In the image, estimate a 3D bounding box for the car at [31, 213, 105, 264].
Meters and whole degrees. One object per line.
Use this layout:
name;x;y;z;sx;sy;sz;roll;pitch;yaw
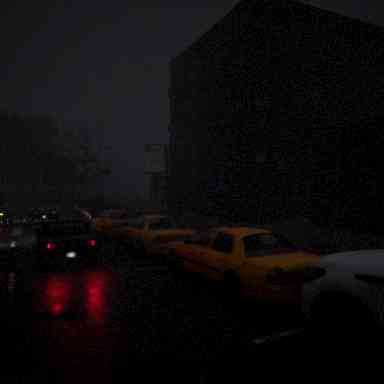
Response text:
car;-4.819;1.694;12.416;1.895;1.301;4.718;0;0;-27

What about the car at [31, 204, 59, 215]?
car;-11.812;1.691;26.743;1.882;1.535;5.008;0;0;-23

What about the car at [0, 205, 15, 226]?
car;-14.491;1.718;24.713;1.837;1.490;4.892;0;0;-23

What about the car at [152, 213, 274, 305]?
car;0.965;1.510;8.360;1.946;1.575;5.366;0;0;-28

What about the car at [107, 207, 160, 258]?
car;-1.630;1.552;13.238;1.946;1.575;5.366;0;0;-28

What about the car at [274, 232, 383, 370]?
car;3.688;1.218;3.232;2.435;2.045;5.566;0;0;-28

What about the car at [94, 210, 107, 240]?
car;-4.215;1.596;18.118;1.946;1.575;5.366;0;0;-28
